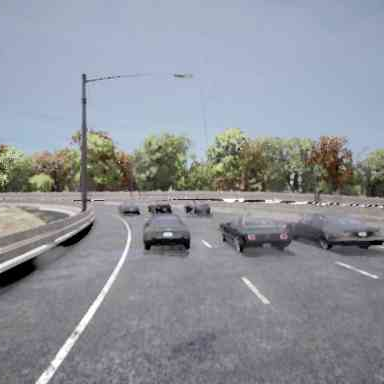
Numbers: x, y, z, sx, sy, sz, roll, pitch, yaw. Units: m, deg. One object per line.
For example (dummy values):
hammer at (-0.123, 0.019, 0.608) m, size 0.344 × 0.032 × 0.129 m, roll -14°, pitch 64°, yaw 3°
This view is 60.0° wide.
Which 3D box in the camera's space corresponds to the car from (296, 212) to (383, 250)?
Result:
car at (5.942, 1.606, 14.682) m, size 2.033 × 1.411 × 5.357 m, roll 0°, pitch 0°, yaw -7°

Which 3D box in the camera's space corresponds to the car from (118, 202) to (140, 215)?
car at (-7.360, 1.889, 38.384) m, size 1.994 × 1.385 × 4.181 m, roll 0°, pitch 0°, yaw -21°

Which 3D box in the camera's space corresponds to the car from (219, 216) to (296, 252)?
car at (2.467, 1.683, 14.314) m, size 1.895 × 1.301 × 4.718 m, roll 0°, pitch 0°, yaw -7°

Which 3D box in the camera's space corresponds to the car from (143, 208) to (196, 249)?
car at (-1.244, 1.682, 15.281) m, size 1.994 × 1.385 × 4.181 m, roll 0°, pitch 0°, yaw -8°

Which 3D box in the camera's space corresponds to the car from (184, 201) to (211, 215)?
car at (0.516, 1.749, 37.184) m, size 2.128 × 1.511 × 4.902 m, roll 0°, pitch 0°, yaw -19°

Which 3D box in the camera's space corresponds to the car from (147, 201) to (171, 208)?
car at (-3.903, 1.781, 39.125) m, size 1.882 × 1.535 × 5.008 m, roll 0°, pitch 0°, yaw -21°
